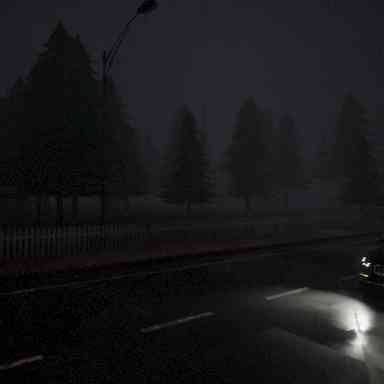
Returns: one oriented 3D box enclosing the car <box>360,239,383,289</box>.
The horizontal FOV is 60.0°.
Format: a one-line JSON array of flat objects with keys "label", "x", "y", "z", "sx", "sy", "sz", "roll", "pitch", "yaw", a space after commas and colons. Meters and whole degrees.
[{"label": "car", "x": 6.144, "y": 1.611, "z": 8.349, "sx": 4.892, "sy": 1.490, "sz": 1.837, "roll": 1, "pitch": -1, "yaw": -35}]
